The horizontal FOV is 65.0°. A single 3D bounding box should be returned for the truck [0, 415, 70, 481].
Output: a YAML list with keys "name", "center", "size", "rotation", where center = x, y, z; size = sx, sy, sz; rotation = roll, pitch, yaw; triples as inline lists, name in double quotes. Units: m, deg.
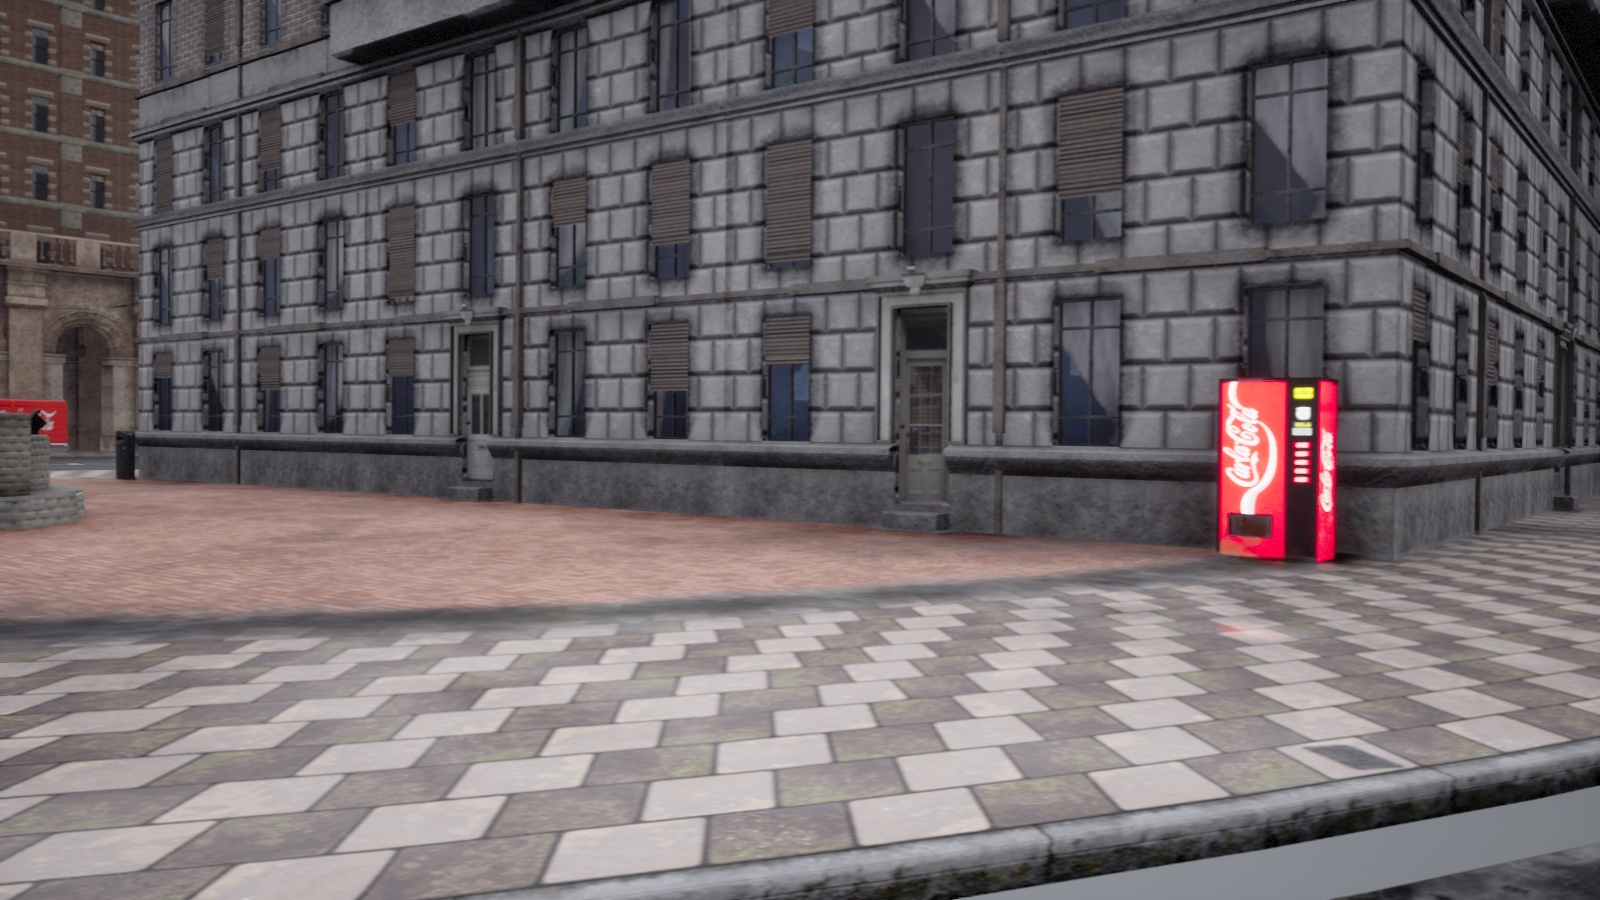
- name: "truck"
  center: [-31.396, -0.071, 48.181]
  size: [2.627, 2.467, 5.204]
  rotation: [0, 1, 38]
